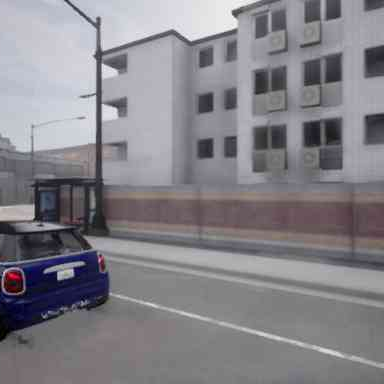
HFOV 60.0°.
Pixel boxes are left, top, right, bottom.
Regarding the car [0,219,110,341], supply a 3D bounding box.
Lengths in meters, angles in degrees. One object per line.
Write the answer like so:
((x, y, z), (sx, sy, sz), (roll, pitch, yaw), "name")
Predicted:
((-3.773, 1.345, 6.599), (4.553, 1.767, 2.097), (0, 0, 35), "car")
